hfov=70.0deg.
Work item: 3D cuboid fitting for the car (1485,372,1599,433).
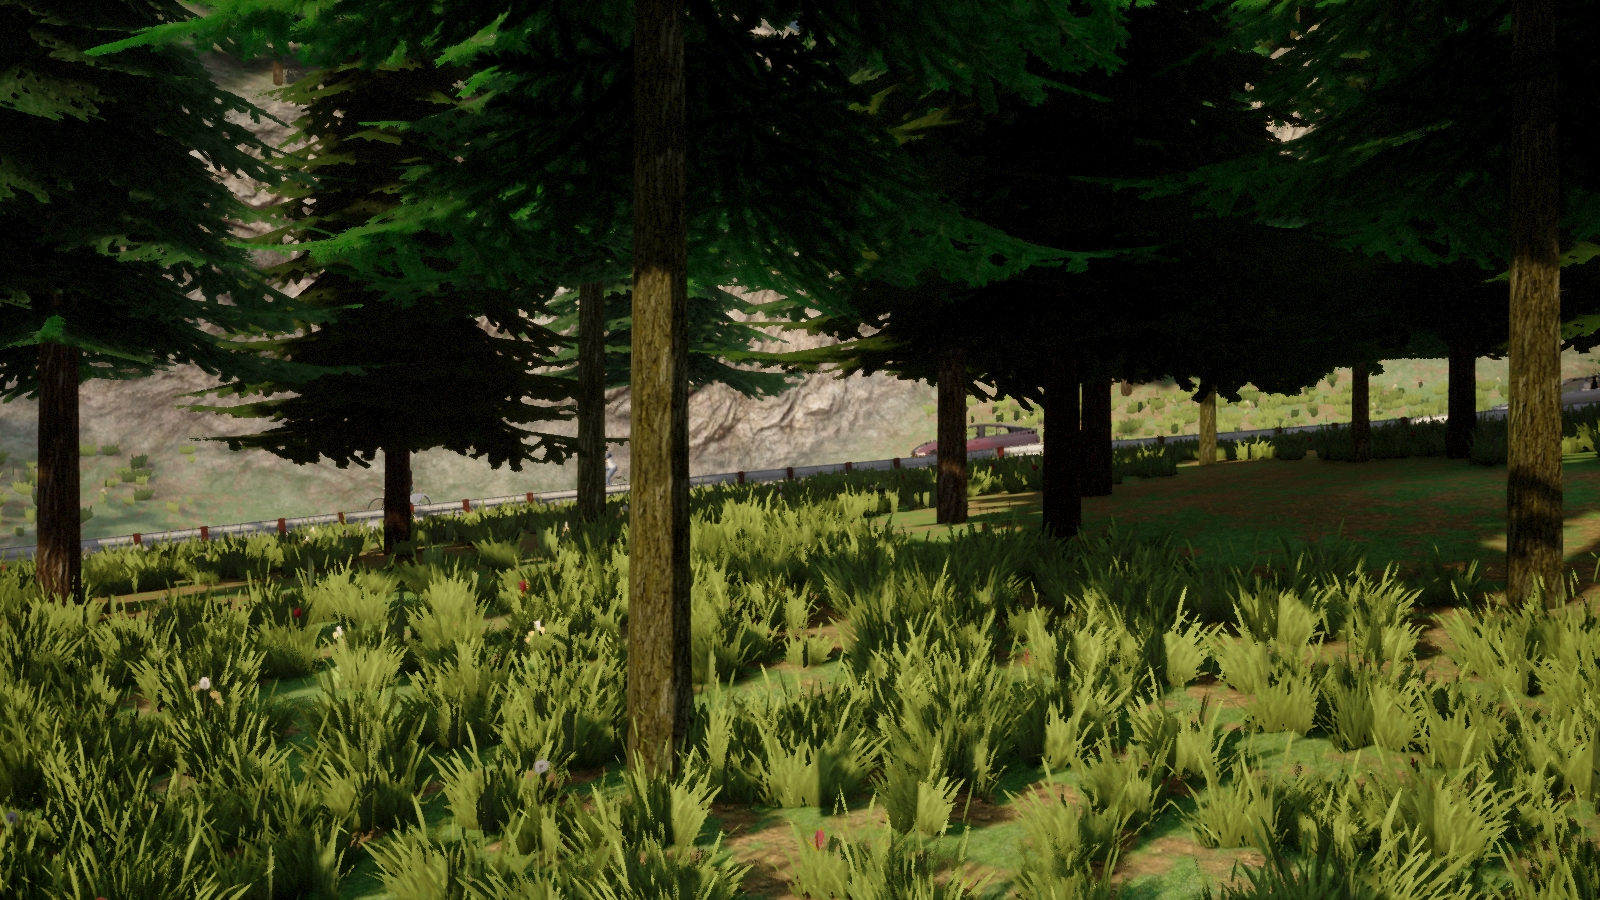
[{"bbox_3d":[23.557,-1.491,34.383,4.792,1.488,2.163,-5,-2,26],"label":"car"}]

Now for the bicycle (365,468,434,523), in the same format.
[{"bbox_3d":[-12.075,1.355,34.490,1.835,1.471,0.329,-5,2,-29],"label":"bicycle"}]

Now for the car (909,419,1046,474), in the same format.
[{"bbox_3d":[6.149,-0.118,39.963,4.514,1.525,2.007,-4,0,5],"label":"car"}]

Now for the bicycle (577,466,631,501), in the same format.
[{"bbox_3d":[-6.442,1.098,37.639,1.643,1.024,0.373,-5,2,-22],"label":"bicycle"}]
